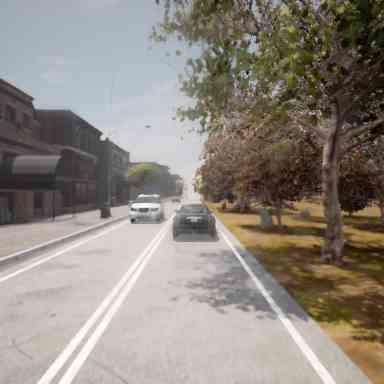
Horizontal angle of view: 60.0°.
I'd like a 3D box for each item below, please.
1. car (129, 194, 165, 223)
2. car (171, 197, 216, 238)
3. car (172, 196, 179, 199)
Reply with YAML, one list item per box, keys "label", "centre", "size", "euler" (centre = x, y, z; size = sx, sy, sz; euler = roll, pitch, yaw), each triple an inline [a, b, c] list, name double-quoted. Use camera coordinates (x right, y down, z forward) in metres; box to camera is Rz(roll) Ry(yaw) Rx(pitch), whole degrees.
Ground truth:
- label: "car"
  centre: [-3.346, 1.216, 25.697]
  size: [2.150, 2.045, 5.566]
  euler: [0, 0, 0]
- label: "car"
  centre: [0.105, 1.350, 17.717]
  size: [2.097, 1.767, 4.553]
  euler: [0, 0, 0]
- label: "car"
  centre: [-3.242, 1.522, 67.217]
  size: [2.033, 1.411, 5.357]
  euler: [0, 0, 0]
